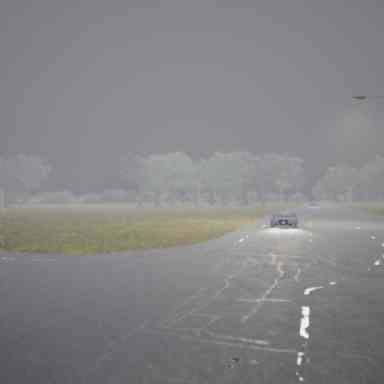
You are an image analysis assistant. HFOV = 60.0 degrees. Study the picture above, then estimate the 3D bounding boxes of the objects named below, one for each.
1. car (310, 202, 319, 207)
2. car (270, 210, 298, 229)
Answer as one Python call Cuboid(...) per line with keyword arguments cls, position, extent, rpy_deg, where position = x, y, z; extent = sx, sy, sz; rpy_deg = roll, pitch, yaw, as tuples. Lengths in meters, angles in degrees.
Cuboid(cls="car", position=(30.850, 3.096, 84.048), extent=(1.895, 1.301, 4.718), rpy_deg=(-1, -1, 24))
Cuboid(cls="car", position=(7.410, 2.116, 26.538), extent=(1.994, 1.385, 4.181), rpy_deg=(-1, -1, 19))
